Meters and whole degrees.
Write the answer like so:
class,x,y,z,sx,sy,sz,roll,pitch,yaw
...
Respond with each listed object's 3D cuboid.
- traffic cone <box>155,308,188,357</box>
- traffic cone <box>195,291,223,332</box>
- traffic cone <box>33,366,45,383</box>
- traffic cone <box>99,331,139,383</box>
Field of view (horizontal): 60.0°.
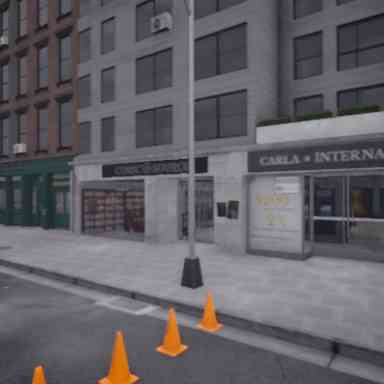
class,x,y,z,sx,sy,sz,roll,pitch,yaw
traffic cone,-0.294,1.971,4.796,0.340,0.580,0.340,0,0,36
traffic cone,0.288,1.973,5.608,0.340,0.580,0.340,0,0,36
traffic cone,-1.459,1.965,3.171,0.340,0.580,0.340,0,0,36
traffic cone,-0.876,1.968,3.984,0.340,0.580,0.340,0,0,36
